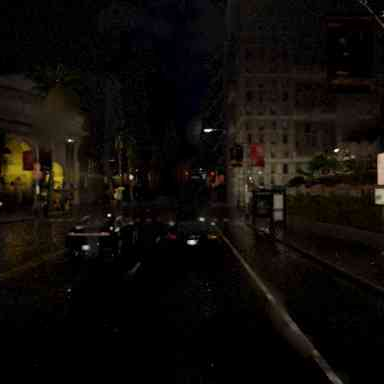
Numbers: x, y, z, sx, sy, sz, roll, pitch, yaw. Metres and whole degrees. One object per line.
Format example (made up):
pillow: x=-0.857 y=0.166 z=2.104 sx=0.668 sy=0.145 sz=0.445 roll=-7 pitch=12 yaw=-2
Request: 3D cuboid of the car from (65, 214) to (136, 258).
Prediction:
car: x=-3.484 y=1.643 z=13.422 sx=2.128 sy=1.511 sz=4.902 roll=0 pitch=0 yaw=0

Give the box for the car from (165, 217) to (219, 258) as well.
car: x=0.016 y=1.715 z=13.452 sx=1.994 sy=1.385 sz=4.181 roll=0 pitch=-1 yaw=1
